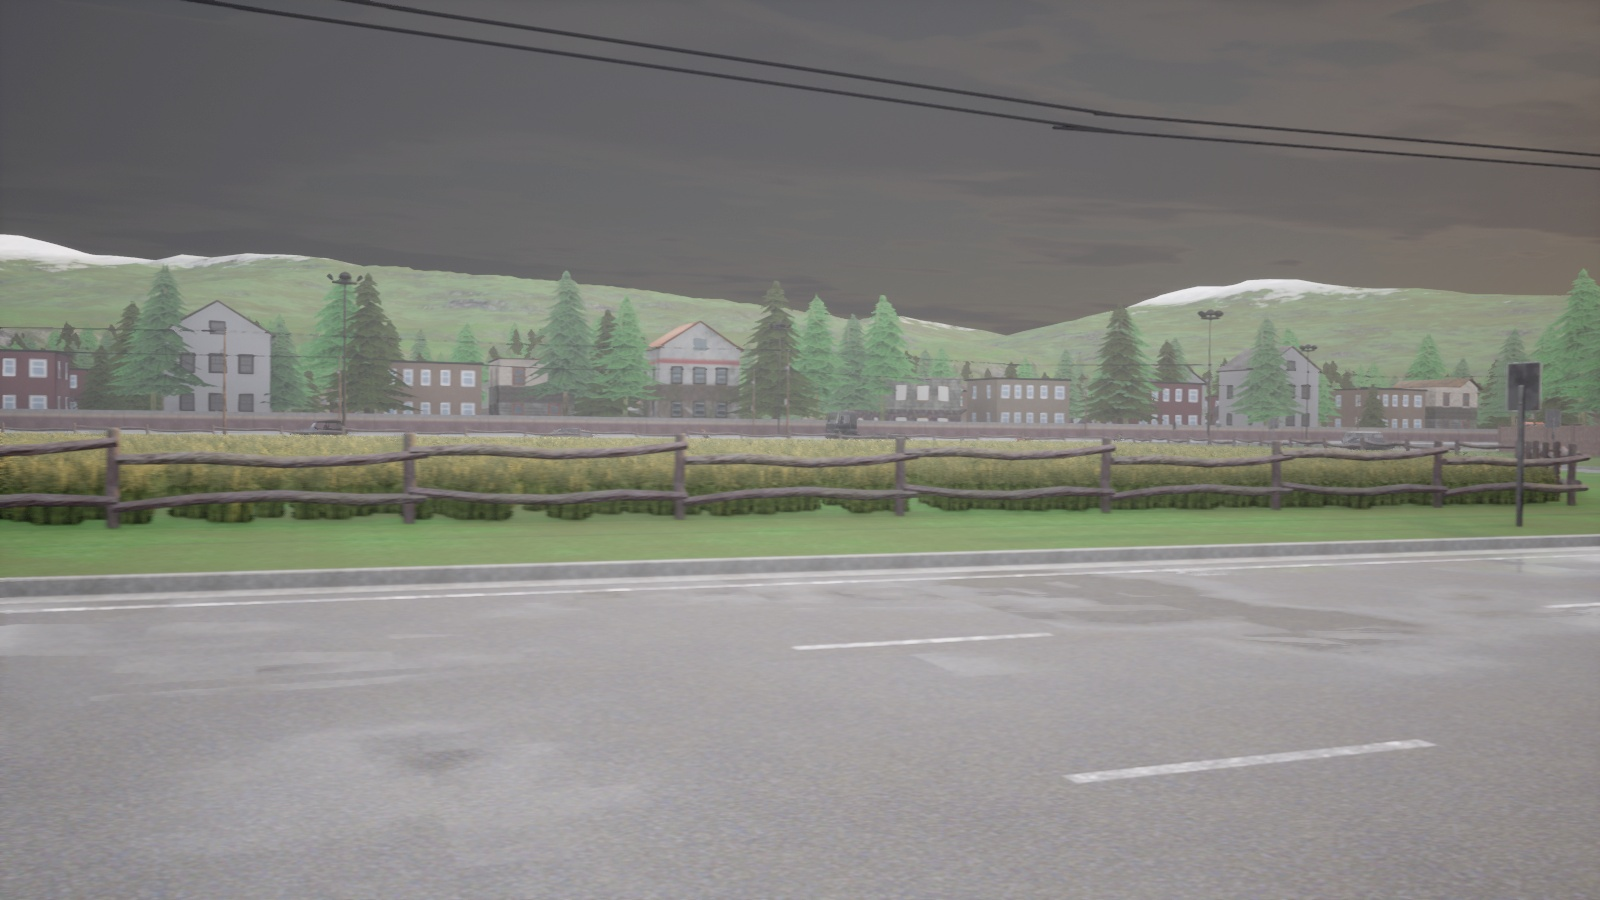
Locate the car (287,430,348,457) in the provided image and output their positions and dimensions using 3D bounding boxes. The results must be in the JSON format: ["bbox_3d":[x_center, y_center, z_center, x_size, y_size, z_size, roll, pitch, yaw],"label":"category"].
[{"bbox_3d":[-34.509,-0.495,89.865,3.866,1.878,1.905,-1,1,-28],"label":"car"}]
